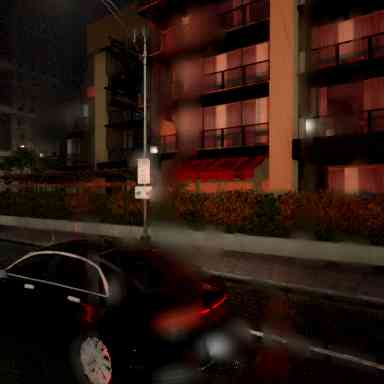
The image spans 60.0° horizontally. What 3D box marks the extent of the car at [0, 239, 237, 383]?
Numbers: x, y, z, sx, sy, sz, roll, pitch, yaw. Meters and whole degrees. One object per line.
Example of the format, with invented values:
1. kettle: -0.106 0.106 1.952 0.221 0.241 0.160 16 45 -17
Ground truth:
1. car: -1.682 1.507 5.229 4.892 1.490 1.837 1 0 35
